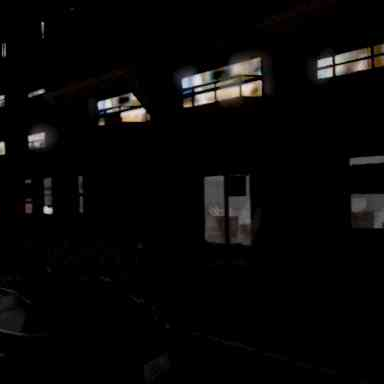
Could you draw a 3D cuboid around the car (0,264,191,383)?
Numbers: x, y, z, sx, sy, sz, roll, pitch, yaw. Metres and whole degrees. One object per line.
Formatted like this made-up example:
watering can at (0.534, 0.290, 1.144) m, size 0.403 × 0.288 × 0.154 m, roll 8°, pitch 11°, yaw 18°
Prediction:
car at (-2.003, 1.612, 4.161) m, size 4.313 × 1.339 × 1.947 m, roll -1°, pitch -1°, yaw 36°
